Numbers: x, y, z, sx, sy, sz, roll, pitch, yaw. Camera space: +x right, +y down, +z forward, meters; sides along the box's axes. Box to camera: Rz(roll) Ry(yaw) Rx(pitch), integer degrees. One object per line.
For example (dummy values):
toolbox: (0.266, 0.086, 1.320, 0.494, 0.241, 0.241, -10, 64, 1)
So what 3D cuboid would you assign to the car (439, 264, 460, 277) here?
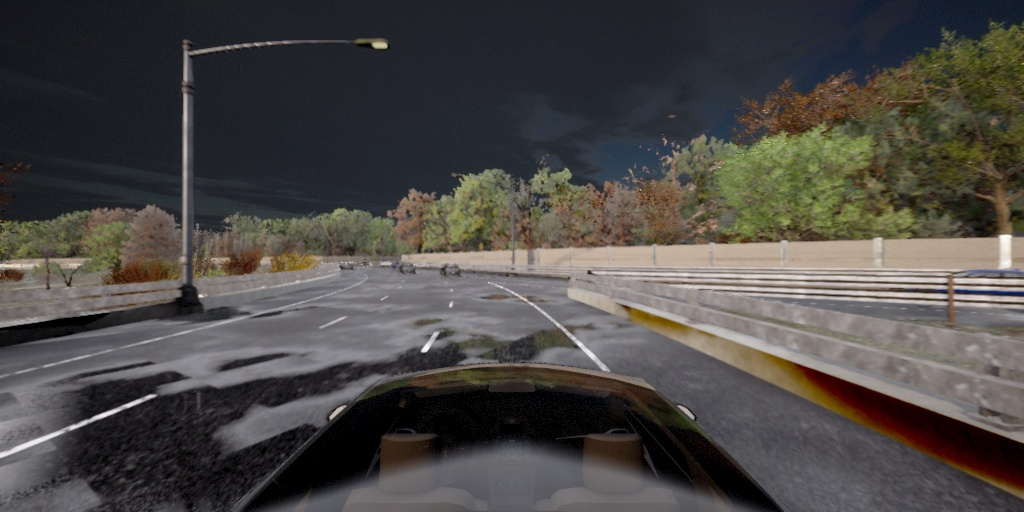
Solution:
car: (-7.168, 1.616, 40.991, 2.128, 1.511, 4.902, 0, -1, -20)

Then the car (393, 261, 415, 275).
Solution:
car: (-14.511, 1.729, 49.221, 2.128, 1.511, 4.902, 0, -1, -25)

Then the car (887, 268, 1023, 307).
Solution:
car: (17.969, 1.232, 13.737, 5.008, 1.535, 1.882, -1, -1, 38)
